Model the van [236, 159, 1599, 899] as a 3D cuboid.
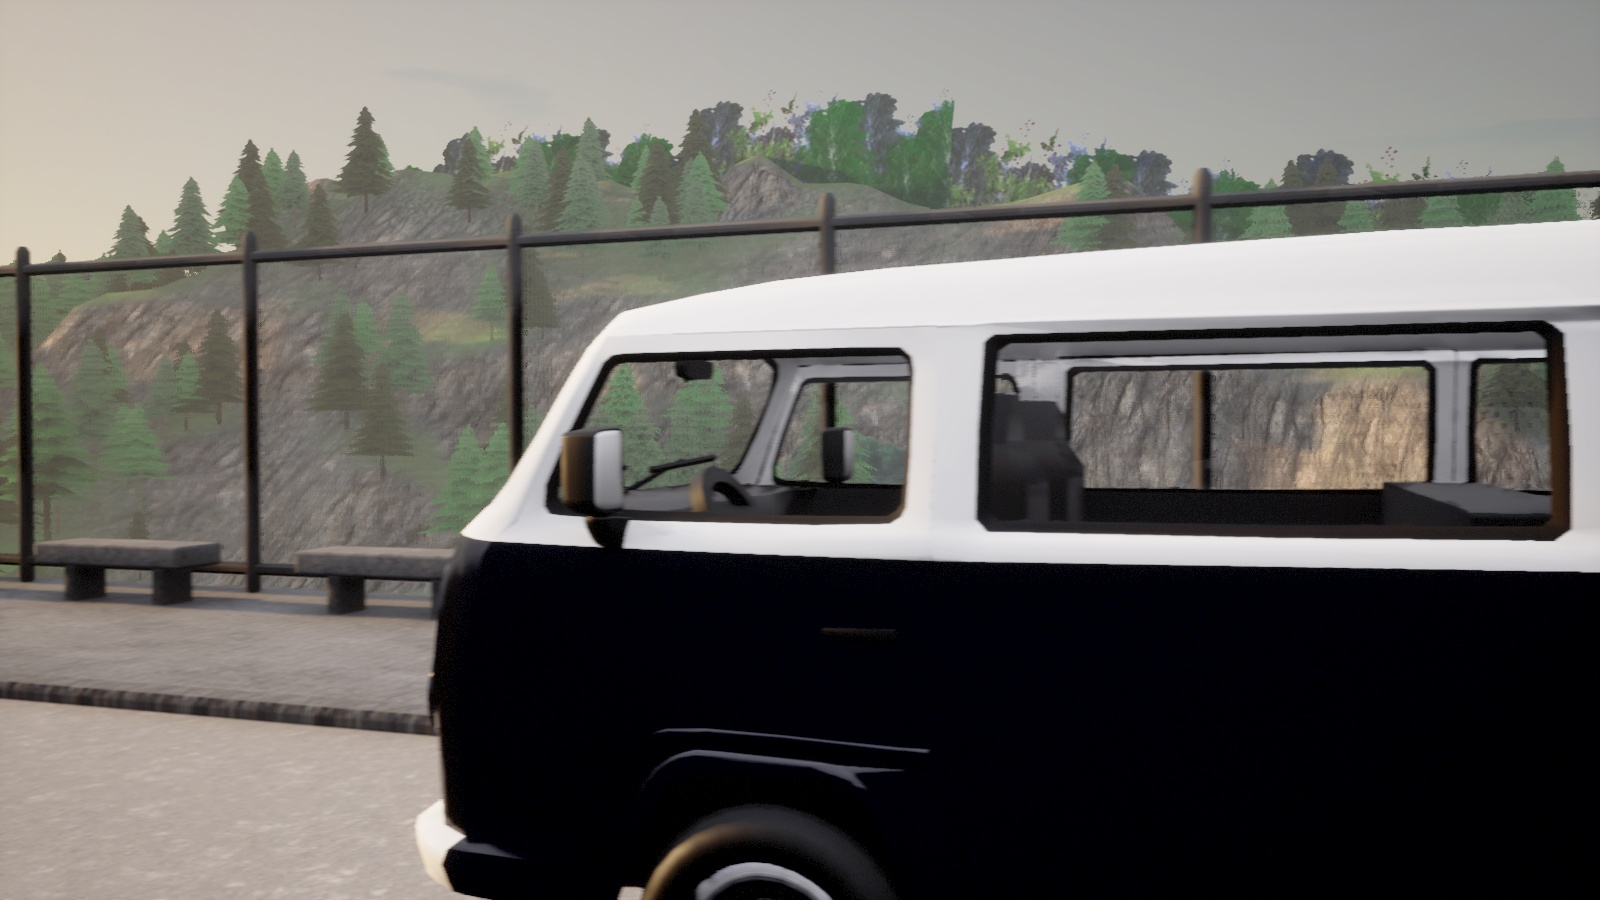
[{"bbox_3d":[1.067,0.500,3.358,4.480,2.038,2.069,1,1,19],"label":"van"}]
